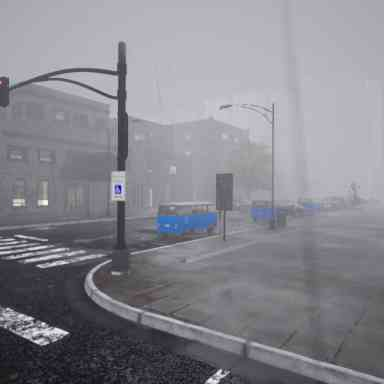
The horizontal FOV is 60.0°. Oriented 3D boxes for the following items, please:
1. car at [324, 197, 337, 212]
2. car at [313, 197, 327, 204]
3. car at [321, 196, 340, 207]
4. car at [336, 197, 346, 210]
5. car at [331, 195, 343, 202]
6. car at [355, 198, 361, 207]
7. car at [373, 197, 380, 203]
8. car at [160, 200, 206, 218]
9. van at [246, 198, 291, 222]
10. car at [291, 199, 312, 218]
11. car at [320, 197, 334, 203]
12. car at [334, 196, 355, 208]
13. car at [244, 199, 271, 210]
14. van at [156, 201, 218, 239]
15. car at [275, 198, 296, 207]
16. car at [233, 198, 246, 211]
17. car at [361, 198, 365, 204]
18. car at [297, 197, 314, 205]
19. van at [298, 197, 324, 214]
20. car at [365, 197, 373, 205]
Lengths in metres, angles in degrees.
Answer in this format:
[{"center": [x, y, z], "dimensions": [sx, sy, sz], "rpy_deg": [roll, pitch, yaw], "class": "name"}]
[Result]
[{"center": [15.840, 1.671, 40.404], "dimensions": [1.752, 1.417, 4.829], "rpy_deg": [0, 0, 35], "class": "car"}, {"center": [27.853, 1.728, 72.062], "dimensions": [1.752, 1.417, 4.829], "rpy_deg": [0, 0, 35], "class": "car"}, {"center": [22.943, 1.533, 55.002], "dimensions": [2.097, 1.767, 4.553], "rpy_deg": [1, 0, 35], "class": "car"}, {"center": [18.917, 1.729, 44.781], "dimensions": [1.947, 1.339, 4.313], "rpy_deg": [0, 0, 35], "class": "car"}, {"center": [37.478, 1.711, 85.753], "dimensions": [1.967, 1.590, 4.097], "rpy_deg": [0, 0, 35], "class": "car"}, {"center": [25.271, 1.516, 53.817], "dimensions": [2.192, 1.841, 5.009], "rpy_deg": [0, 0, 35], "class": "car"}, {"center": [44.324, 1.899, 80.919], "dimensions": [1.947, 1.339, 4.313], "rpy_deg": [0, 0, 35], "class": "car"}, {"center": [-0.728, 1.558, 31.408], "dimensions": [1.752, 1.417, 4.829], "rpy_deg": [0, 0, 35], "class": "car"}, {"center": [6.216, 1.436, 26.713], "dimensions": [1.690, 1.788, 3.998], "rpy_deg": [0, 0, 35], "class": "van"}, {"center": [9.390, 1.655, 31.230], "dimensions": [1.887, 1.381, 4.507], "rpy_deg": [0, 0, 35], "class": "car"}, {"center": [31.126, 1.791, 76.719], "dimensions": [1.947, 1.339, 4.313], "rpy_deg": [0, 0, 35], "class": "car"}, {"center": [22.095, 1.497, 49.300], "dimensions": [2.192, 1.841, 5.009], "rpy_deg": [0, 0, 35], "class": "car"}, {"center": [8.897, 1.628, 45.100], "dimensions": [1.887, 1.381, 4.507], "rpy_deg": [0, 0, 35], "class": "car"}, {"center": [-0.136, 1.406, 17.679], "dimensions": [1.690, 1.788, 3.998], "rpy_deg": [0, 0, 35], "class": "van"}, {"center": [15.248, 1.665, 54.133], "dimensions": [1.887, 1.381, 4.507], "rpy_deg": [0, 0, 35], "class": "car"}, {"center": [5.722, 1.506, 40.583], "dimensions": [1.967, 1.590, 4.097], "rpy_deg": [0, 0, 35], "class": "car"}, {"center": [28.543, 1.747, 58.473], "dimensions": [1.752, 1.417, 4.829], "rpy_deg": [0, 0, 35], "class": "car"}, {"center": [21.600, 1.705, 63.167], "dimensions": [1.887, 1.381, 4.507], "rpy_deg": [0, 0, 35], "class": "car"}, {"center": [12.567, 1.468, 35.747], "dimensions": [1.690, 1.788, 3.998], "rpy_deg": [0, 0, 35], "class": "van"}, {"center": [34.796, 1.809, 67.368], "dimensions": [1.887, 1.381, 4.507], "rpy_deg": [0, 0, 35], "class": "car"}]
